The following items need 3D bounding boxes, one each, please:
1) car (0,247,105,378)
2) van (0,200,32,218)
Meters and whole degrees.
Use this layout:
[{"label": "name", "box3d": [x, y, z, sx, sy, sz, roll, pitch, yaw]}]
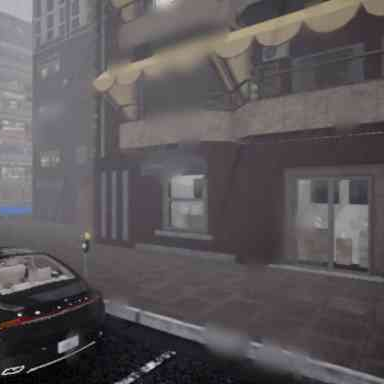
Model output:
[{"label": "car", "box3d": [-3.226, 1.549, 5.172, 4.403, 1.369, 2.008, 0, 0, 35]}, {"label": "van", "box3d": [-17.502, 1.696, 32.834, 1.690, 1.788, 3.998, -1, -2, 35]}]
